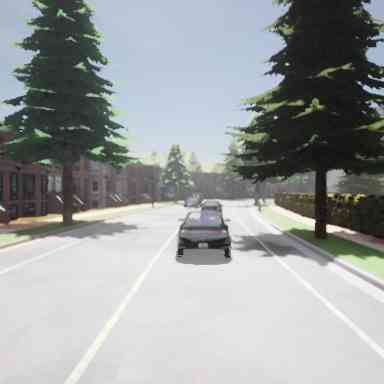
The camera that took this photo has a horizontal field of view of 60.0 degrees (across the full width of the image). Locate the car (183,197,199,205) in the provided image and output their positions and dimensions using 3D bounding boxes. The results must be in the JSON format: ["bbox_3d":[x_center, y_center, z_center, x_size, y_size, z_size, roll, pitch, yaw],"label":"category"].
[{"bbox_3d":[0.110,1.403,44.225,2.128,1.511,4.902,0,0,9],"label":"car"}]

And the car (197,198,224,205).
[{"bbox_3d":[1.747,1.470,28.915,1.812,1.442,4.674,0,0,6],"label":"car"}]

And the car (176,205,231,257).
[{"bbox_3d":[0.482,1.466,12.888,2.128,1.511,4.902,0,0,3],"label":"car"}]
